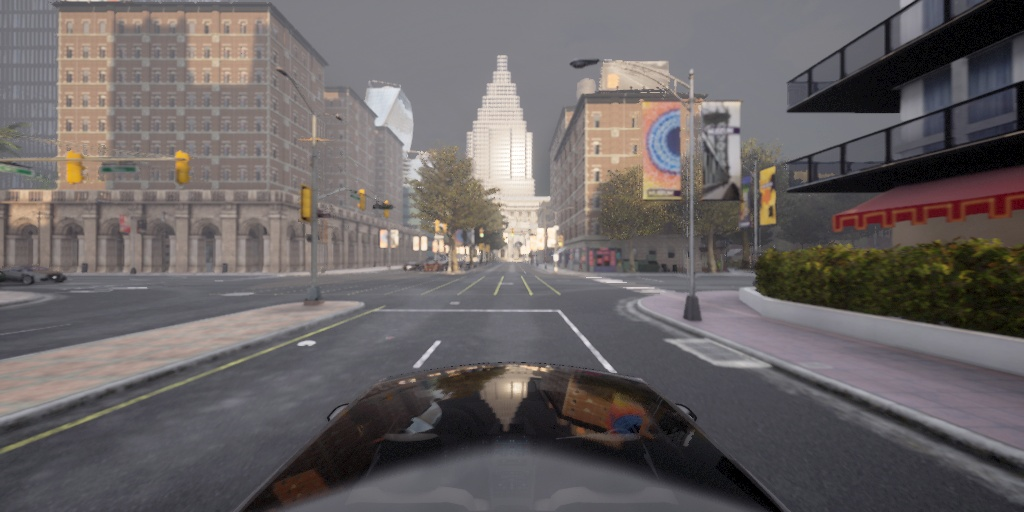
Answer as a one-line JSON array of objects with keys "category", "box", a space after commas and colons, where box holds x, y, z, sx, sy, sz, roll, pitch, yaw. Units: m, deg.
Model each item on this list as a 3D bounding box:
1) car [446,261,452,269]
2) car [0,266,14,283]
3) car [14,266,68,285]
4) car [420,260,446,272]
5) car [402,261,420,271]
[{"category": "car", "box": [-11.471, 1.552, 61.856, 1.882, 1.535, 5.008, 0, 0, 0]}, {"category": "car", "box": [-37.849, 1.088, 24.017, 5.566, 2.045, 2.150, 0, 0, 0]}, {"category": "car", "box": [-37.100, 1.449, 27.523, 4.181, 1.385, 1.994, 0, 0, 0]}, {"category": "car", "box": [-11.537, 1.378, 52.842, 2.097, 1.767, 4.553, 0, 0, 0]}, {"category": "car", "box": [-15.023, 1.527, 54.697, 2.128, 1.511, 4.902, 0, 0, 0]}]
